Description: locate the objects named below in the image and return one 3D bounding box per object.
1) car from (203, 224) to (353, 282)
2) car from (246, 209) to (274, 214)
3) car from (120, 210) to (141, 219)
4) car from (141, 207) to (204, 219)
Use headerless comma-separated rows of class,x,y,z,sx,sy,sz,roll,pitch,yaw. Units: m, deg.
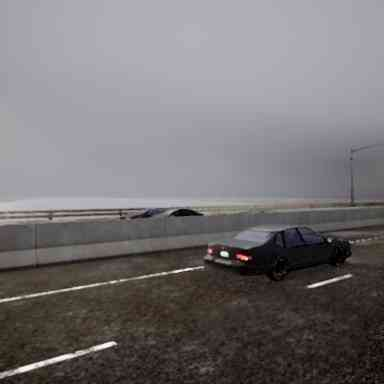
car,2.856,1.709,10.336,5.357,1.411,2.033,1,-1,-37
car,5.036,1.998,25.430,4.718,1.301,1.895,1,-1,-37
car,-3.329,2.010,27.873,5.357,1.411,2.033,1,-1,-37
car,-1.145,1.937,25.133,4.674,1.442,1.812,1,-1,-37
